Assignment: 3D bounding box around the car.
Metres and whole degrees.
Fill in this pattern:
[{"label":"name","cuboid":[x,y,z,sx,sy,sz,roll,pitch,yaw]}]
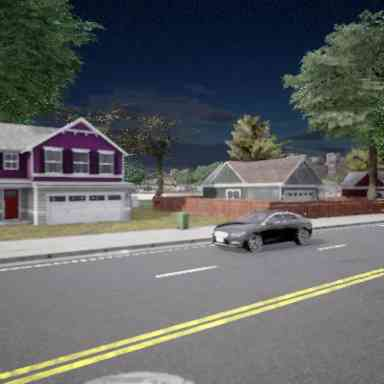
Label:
[{"label":"car","cuboid":[3.028,1.517,13.854,4.902,1.511,2.128,0,0,-36]}]
